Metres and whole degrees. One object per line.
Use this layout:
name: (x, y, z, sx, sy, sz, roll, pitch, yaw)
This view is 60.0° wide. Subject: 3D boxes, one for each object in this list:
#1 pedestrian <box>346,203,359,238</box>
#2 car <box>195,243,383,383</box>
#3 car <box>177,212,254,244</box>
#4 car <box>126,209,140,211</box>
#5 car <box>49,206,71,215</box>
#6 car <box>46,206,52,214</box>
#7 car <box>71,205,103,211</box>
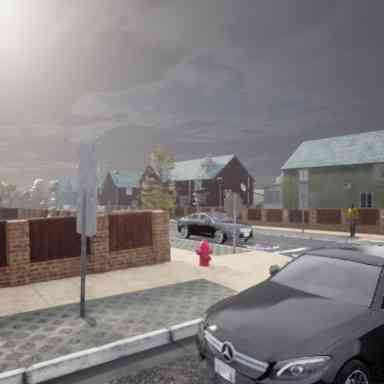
pedestrian: (8.439, 1.460, 17.507, 0.375, 1.860, 0.375, 0, 0, -36)
car: (2.225, 1.526, 4.669, 4.674, 1.442, 1.812, 0, 0, -35)
car: (1.113, 1.811, 17.661, 2.128, 1.511, 4.902, 2, -2, -37)
car: (-4.436, 2.072, 25.293, 2.128, 1.511, 4.902, 1, -2, -36)
car: (-15.739, 2.720, 40.978, 1.895, 1.301, 4.718, 1, -2, -35)
car: (-23.603, 3.173, 56.811, 1.837, 1.490, 4.892, 1, -3, -36)
car: (-10.059, 2.200, 33.087, 2.097, 1.767, 4.553, 1, -2, -36)
